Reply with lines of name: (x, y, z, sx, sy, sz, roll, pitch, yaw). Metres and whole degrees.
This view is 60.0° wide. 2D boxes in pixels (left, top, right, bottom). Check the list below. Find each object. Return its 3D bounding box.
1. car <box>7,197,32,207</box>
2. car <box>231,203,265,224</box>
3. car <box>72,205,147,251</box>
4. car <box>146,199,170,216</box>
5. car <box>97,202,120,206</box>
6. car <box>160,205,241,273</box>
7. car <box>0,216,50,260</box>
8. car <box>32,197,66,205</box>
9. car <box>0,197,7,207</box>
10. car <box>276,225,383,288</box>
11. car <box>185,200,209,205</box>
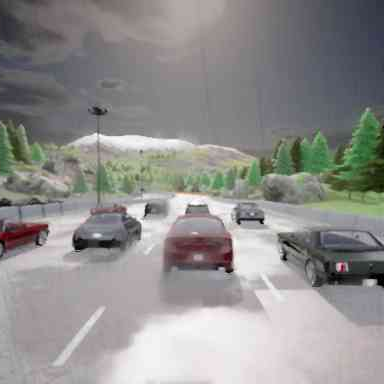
car: (-20.555, 1.360, 41.599, 1.837, 1.490, 4.892, 0, -1, 1)
car: (3.862, 1.451, 23.552, 2.033, 1.411, 5.357, 0, 0, 1)
car: (-3.254, 1.456, 13.480, 1.994, 1.385, 4.181, 0, 0, 1)
car: (-3.040, 1.356, 29.626, 1.882, 1.535, 5.008, 0, 0, 1)
car: (-6.583, 1.458, 26.835, 1.895, 1.301, 4.718, 0, 0, 1)
car: (0.197, 1.400, 10.413, 1.882, 1.535, 5.008, 0, 0, 1)
car: (-6.783, 1.486, 11.549, 1.895, 1.301, 4.718, 0, 0, 1)
car: (-17.079, 1.462, 40.415, 1.895, 1.301, 4.718, 0, 0, 1)
car: (-24.056, 1.361, 41.368, 1.812, 1.442, 4.674, 0, -1, 1)
car: (3.671, 1.547, 8.995, 1.895, 1.301, 4.718, 0, 0, 1)
car: (0.437, 1.382, 28.057, 2.128, 1.511, 4.902, 0, 0, 1)
